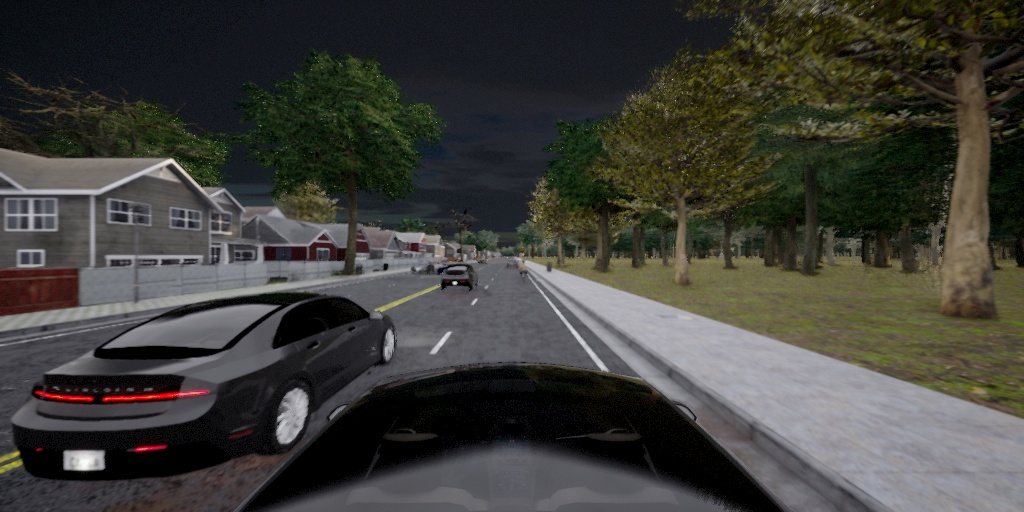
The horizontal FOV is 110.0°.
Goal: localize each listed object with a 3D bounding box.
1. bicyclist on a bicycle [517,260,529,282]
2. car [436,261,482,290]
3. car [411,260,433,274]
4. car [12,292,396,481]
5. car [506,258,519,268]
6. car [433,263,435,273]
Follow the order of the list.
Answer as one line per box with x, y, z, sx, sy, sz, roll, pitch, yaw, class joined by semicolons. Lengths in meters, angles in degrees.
0.867;1.171;26.219;0.866;1.612;1.509;0;0;0;bicyclist on a bicycle
-3.147;1.242;22.143;1.837;1.490;4.892;0;0;0;car
-9.834;1.218;39.956;2.128;1.511;4.902;0;0;0;car
-3.148;1.253;5.061;1.837;1.490;4.892;0;0;0;car
0.046;1.215;60.833;2.128;1.511;4.902;0;0;1;car
-6.590;1.328;37.551;1.895;1.301;4.718;0;0;0;car
